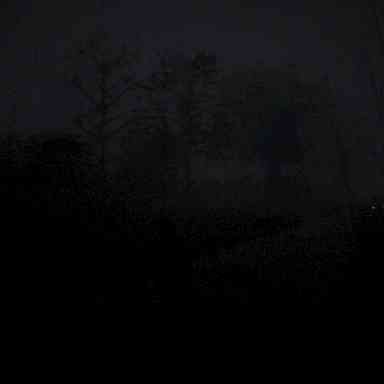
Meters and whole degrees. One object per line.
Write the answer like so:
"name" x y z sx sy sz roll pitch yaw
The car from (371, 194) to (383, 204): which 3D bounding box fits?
"car" 27.878 1.021 49.396 1.994 1.385 4.181 1 1 33
